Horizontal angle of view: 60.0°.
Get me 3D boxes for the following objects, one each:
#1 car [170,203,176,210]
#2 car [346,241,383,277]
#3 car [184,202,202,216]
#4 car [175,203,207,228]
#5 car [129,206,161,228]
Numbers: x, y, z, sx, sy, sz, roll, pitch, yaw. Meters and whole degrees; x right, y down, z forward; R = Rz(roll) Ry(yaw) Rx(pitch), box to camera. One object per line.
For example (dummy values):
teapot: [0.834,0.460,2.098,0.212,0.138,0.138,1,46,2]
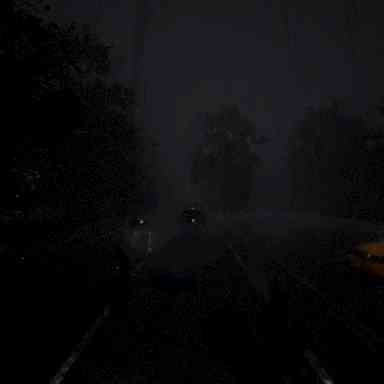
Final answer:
car: [-3.261,2.910,66.934,2.097,1.767,4.553,0,-4,0]
car: [6.898,1.495,8.558,5.366,1.575,1.946,0,0,0]
car: [0.093,2.129,42.165,2.097,1.767,4.553,0,-2,0]
car: [0.095,1.767,24.562,2.128,1.511,4.902,0,-1,0]
car: [-3.352,1.767,24.558,2.128,1.511,4.902,0,-1,0]
